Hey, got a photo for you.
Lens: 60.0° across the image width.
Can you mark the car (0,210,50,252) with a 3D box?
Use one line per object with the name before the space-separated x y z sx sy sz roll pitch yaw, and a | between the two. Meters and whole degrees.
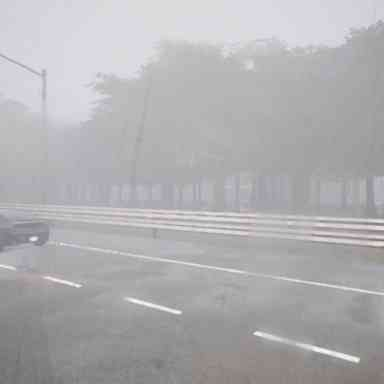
car | -7.862 1.503 13.782 4.892 1.490 1.837 0 0 36
